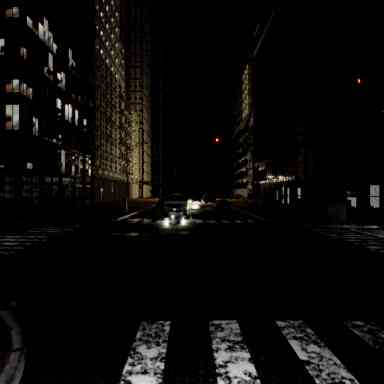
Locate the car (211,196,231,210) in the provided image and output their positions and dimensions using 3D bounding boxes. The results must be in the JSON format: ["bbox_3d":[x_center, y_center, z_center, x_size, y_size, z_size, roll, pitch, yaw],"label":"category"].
[{"bbox_3d":[3.797,1.579,41.815,1.947,1.339,4.313,0,0,0],"label":"car"}]

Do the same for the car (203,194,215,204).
[{"bbox_3d":[3.585,1.313,63.923,2.192,1.841,5.009,0,0,0],"label":"car"}]

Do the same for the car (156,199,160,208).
[{"bbox_3d":[-4.173,1.592,47.283,1.802,1.307,4.206,0,0,0],"label":"car"}]

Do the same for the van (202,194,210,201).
[{"bbox_3d":[3.463,1.321,80.506,1.690,1.788,3.998,0,0,0],"label":"van"}]

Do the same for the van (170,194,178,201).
[{"bbox_3d":[-4.417,1.321,80.448,1.690,1.788,3.998,0,0,0],"label":"van"}]

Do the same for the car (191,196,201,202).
[{"bbox_3d":[0.963,1.512,73.255,1.812,1.442,4.674,0,0,0],"label":"car"}]

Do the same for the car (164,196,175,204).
[{"bbox_3d":[-4.295,1.563,63.866,1.947,1.339,4.313,0,0,0],"label":"car"}]

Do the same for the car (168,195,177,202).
[{"bbox_3d":[-4.377,1.426,74.921,1.967,1.590,4.097,0,0,0],"label":"car"}]

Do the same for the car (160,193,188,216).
[{"bbox_3d":[-1.597,1.241,32.807,2.150,2.045,5.566,0,0,0],"label":"car"}]

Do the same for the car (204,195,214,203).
[{"bbox_3d":[3.544,1.432,69.452,1.967,1.590,4.097,0,0,0],"label":"car"}]

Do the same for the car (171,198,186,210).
[{"bbox_3d":[-1.674,1.538,43.420,1.812,1.442,4.674,0,0,0],"label":"car"}]

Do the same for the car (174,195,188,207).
[{"bbox_3d":[-1.739,1.359,53.493,2.097,1.767,4.553,0,0,-1],"label":"car"}]
